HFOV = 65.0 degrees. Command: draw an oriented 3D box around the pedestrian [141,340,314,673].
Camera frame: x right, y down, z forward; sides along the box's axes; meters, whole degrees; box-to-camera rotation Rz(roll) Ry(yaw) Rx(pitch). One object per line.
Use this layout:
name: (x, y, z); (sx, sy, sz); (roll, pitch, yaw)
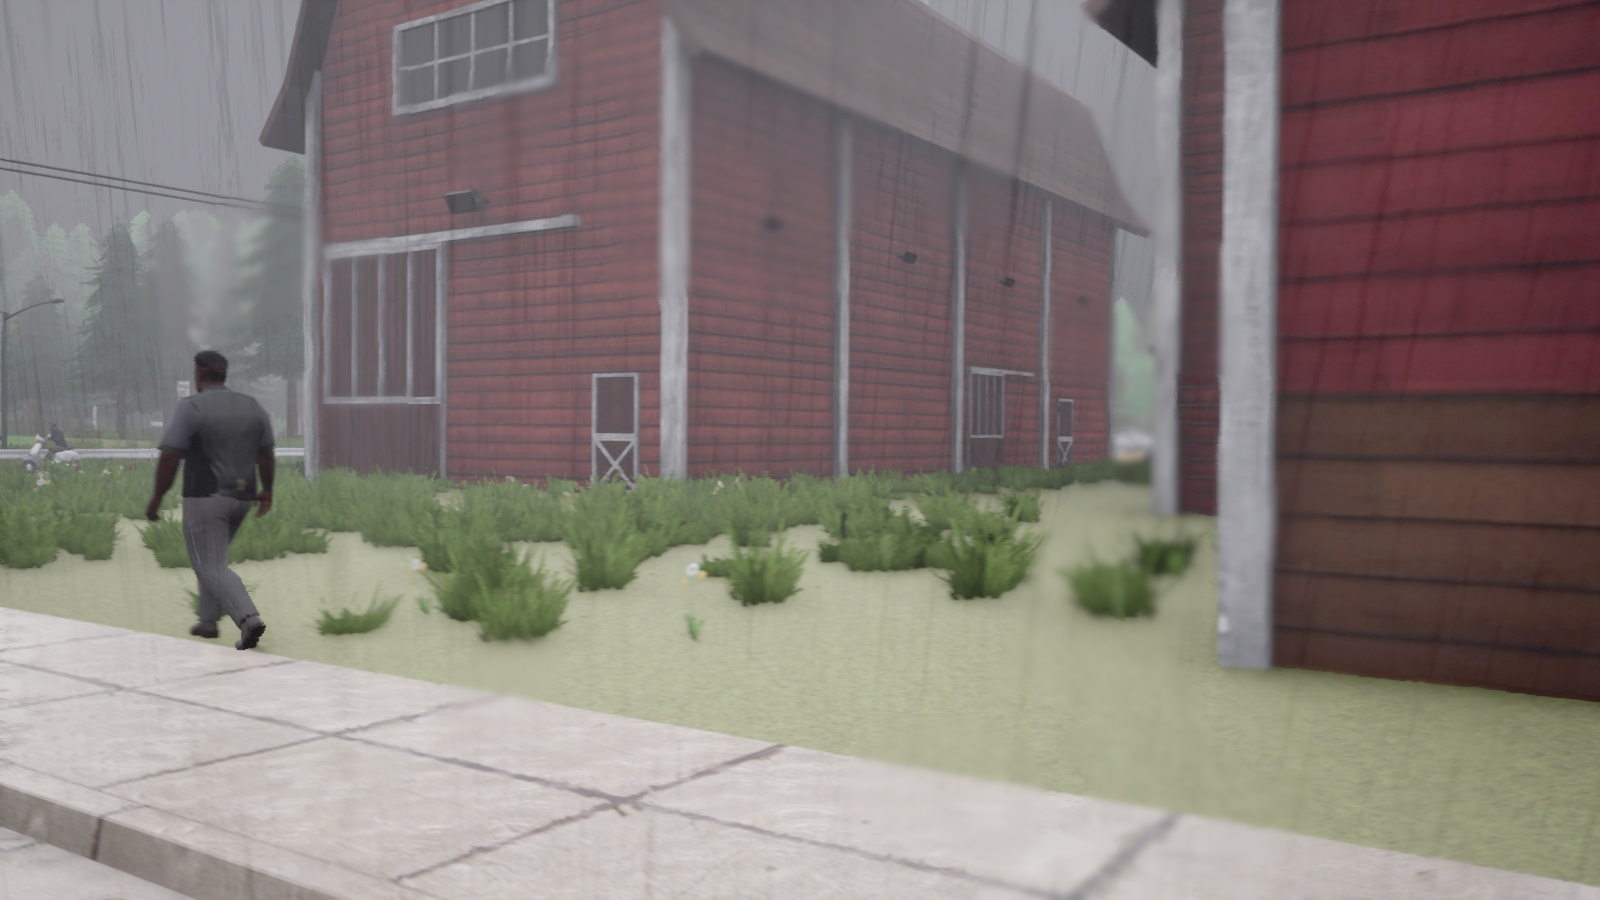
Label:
pedestrian: (-3.445, 0.315, 7.556); (0.849, 1.883, 0.563); (0, 1, 35)

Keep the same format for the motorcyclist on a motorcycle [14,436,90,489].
motorcyclist on a motorcycle: (-23.154, 0.364, 38.910); (0.866, 1.590, 1.817); (0, 1, 35)
